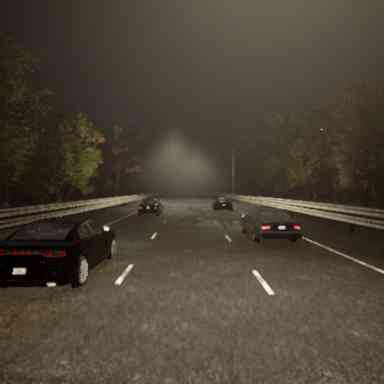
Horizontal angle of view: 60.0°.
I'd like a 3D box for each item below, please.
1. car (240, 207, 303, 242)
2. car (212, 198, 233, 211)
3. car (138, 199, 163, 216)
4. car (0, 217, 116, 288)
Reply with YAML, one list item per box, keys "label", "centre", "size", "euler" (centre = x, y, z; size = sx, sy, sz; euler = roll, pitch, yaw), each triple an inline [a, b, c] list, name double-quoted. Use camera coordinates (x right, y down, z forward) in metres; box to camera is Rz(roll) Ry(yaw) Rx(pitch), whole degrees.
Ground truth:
- label: "car"
  centre: [3.517, 1.432, 15.604]
  size: [2.033, 1.411, 5.357]
  euler: [0, 0, 0]
- label: "car"
  centre: [3.261, 1.291, 36.384]
  size: [1.994, 1.385, 4.181]
  euler: [0, 0, -1]
- label: "car"
  centre: [-3.642, 1.326, 29.741]
  size: [2.033, 1.411, 5.357]
  euler: [0, 0, -1]
- label: "car"
  centre: [-3.441, 1.411, 9.099]
  size: [1.882, 1.535, 5.008]
  euler: [0, 0, 0]
